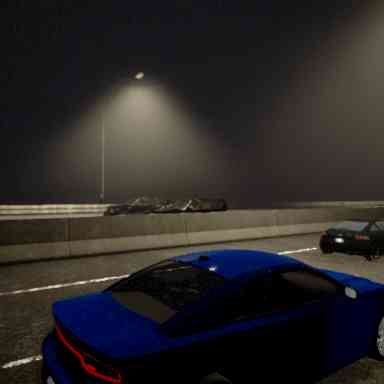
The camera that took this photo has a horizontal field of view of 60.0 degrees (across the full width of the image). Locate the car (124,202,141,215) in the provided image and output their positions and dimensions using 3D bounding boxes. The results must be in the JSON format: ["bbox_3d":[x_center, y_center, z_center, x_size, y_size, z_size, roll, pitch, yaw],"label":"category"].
[{"bbox_3d":[-2.074,1.678,23.892,4.892,1.490,1.837,1,0,-36],"label":"car"}]

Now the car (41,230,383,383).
[{"bbox_3d":[0.802,1.510,4.321,5.008,1.535,1.882,1,0,-36],"label":"car"}]

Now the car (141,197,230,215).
[{"bbox_3d":[-0.063,1.410,21.027,5.566,2.045,2.150,1,0,-36],"label":"car"}]

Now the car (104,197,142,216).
[{"bbox_3d":[-4.133,1.390,26.723,5.566,2.045,2.150,1,0,-36],"label":"car"}]

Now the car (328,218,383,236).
[{"bbox_3d":[6.848,1.703,12.937,4.181,1.385,1.994,1,0,-36],"label":"car"}]
